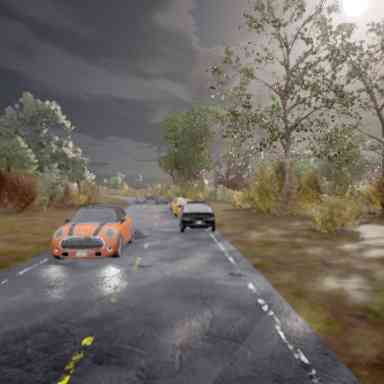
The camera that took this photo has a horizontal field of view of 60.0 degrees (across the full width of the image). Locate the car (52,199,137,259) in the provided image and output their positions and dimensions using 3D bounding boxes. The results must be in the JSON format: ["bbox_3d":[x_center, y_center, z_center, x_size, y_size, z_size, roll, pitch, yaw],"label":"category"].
[{"bbox_3d":[-3.462,1.294,12.349,2.097,1.767,4.553,0,0,-3],"label":"car"}]

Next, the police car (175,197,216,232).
[{"bbox_3d":[0.202,1.327,19.478,1.930,1.638,5.238,0,0,-4],"label":"police car"}]

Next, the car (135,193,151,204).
[{"bbox_3d":[-8.334,1.227,54.685,2.128,1.511,4.902,0,0,-10],"label":"car"}]

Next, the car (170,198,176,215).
[{"bbox_3d":[-0.640,1.331,29.411,1.882,1.535,5.008,0,0,-6],"label":"car"}]

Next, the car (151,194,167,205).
[{"bbox_3d":[-4.973,1.281,54.024,2.033,1.411,5.357,0,0,-11],"label":"car"}]
